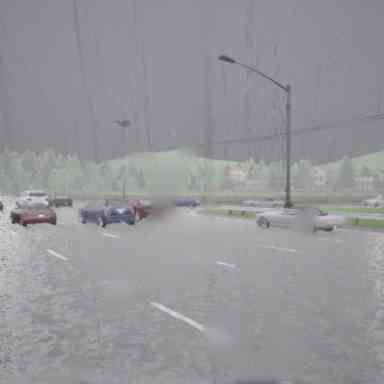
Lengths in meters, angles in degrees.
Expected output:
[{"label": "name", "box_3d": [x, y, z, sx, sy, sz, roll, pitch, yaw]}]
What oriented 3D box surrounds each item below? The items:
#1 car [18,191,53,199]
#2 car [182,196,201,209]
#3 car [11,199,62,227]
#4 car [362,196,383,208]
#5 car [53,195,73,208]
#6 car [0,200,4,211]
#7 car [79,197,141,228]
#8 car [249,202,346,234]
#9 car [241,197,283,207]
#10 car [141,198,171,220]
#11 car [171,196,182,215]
[{"label": "car", "box_3d": [-17.057, 0.905, 35.485, 2.150, 2.045, 5.566, 0, 1, -39]}, {"label": "car", "box_3d": [-1.281, 1.203, 39.255, 4.674, 1.442, 1.812, 0, 0, 8]}, {"label": "car", "box_3d": [-10.173, 1.374, 21.271, 1.994, 1.385, 4.181, 0, 1, -39]}, {"label": "car", "box_3d": [23.961, 1.217, 42.215, 4.674, 1.442, 1.812, 0, 0, -13]}, {"label": "car", "box_3d": [-15.805, 1.130, 39.524, 1.882, 1.535, 5.008, 0, 1, -39]}, {"label": "car", "box_3d": [-20.981, 1.209, 34.766, 1.812, 1.442, 4.674, 0, 1, -39]}, {"label": "car", "box_3d": [-5.463, 1.171, 20.986, 2.097, 1.767, 4.553, 0, 1, -39]}, {"label": "car", "box_3d": [5.699, 1.460, 18.237, 1.895, 1.301, 4.718, 0, 1, -39]}, {"label": "car", "box_3d": [8.193, 1.294, 39.009, 4.718, 1.301, 1.895, 0, 0, -6]}, {"label": "car", "box_3d": [-3.949, 1.269, 24.696, 1.882, 1.535, 5.008, 0, 1, -39]}, {"label": "car", "box_3d": [-3.419, 1.243, 29.639, 2.128, 1.511, 4.902, 0, 1, -39]}]
